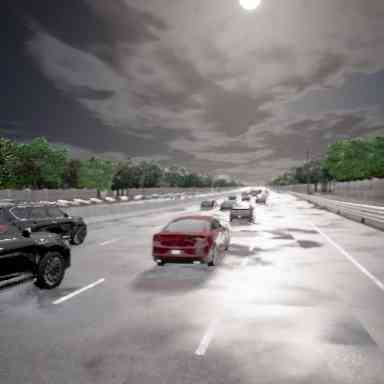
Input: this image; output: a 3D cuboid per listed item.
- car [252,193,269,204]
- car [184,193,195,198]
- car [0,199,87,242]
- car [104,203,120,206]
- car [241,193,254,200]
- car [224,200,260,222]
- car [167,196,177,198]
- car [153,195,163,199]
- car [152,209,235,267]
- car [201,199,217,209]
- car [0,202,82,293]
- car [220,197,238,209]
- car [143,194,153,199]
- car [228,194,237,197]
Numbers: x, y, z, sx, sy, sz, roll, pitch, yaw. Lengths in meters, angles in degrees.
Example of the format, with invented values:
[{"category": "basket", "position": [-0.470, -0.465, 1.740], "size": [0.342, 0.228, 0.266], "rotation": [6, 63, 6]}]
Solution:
[{"category": "car", "position": [13.236, 1.480, 63.931], "size": [1.994, 1.385, 4.181], "rotation": [-1, 1, 14]}, {"category": "car", "position": [-0.551, 0.962, 81.267], "size": [2.097, 1.767, 4.553], "rotation": [-1, 1, 14]}, {"category": "car", "position": [-6.621, 1.444, 13.711], "size": [2.150, 2.045, 5.566], "rotation": [-1, -1, 14]}, {"category": "car", "position": [-10.275, 2.076, 41.956], "size": [1.895, 1.301, 4.718], "rotation": [-1, 0, 15]}, {"category": "car", "position": [12.129, 1.430, 74.129], "size": [1.895, 1.301, 4.718], "rotation": [-1, 1, 14]}, {"category": "car", "position": [4.324, 1.708, 28.250], "size": [2.128, 1.511, 4.902], "rotation": [-1, 0, 14]}, {"category": "car", "position": [-3.955, 1.200, 82.066], "size": [2.033, 1.411, 5.357], "rotation": [-1, 1, 14]}, {"category": "car", "position": [-7.356, 1.266, 82.892], "size": [1.994, 1.385, 4.181], "rotation": [-1, 1, 14]}, {"category": "car", "position": [0.164, 1.595, 11.984], "size": [1.882, 1.535, 5.008], "rotation": [-1, -1, 14]}, {"category": "car", "position": [2.605, 1.730, 50.108], "size": [2.128, 1.511, 4.902], "rotation": [-1, 0, 14]}, {"category": "car", "position": [-4.827, 1.351, 6.666], "size": [2.150, 2.045, 5.566], "rotation": [-1, -1, 15]}, {"category": "car", "position": [5.032, 1.789, 45.377], "size": [1.994, 1.385, 4.181], "rotation": [-1, 0, 14]}, {"category": "car", "position": [-10.758, 1.244, 83.719], "size": [1.882, 1.535, 5.008], "rotation": [-1, 1, 14]}, {"category": "car", "position": [9.674, 1.310, 78.850], "size": [1.882, 1.535, 5.008], "rotation": [-1, 1, 14]}]
